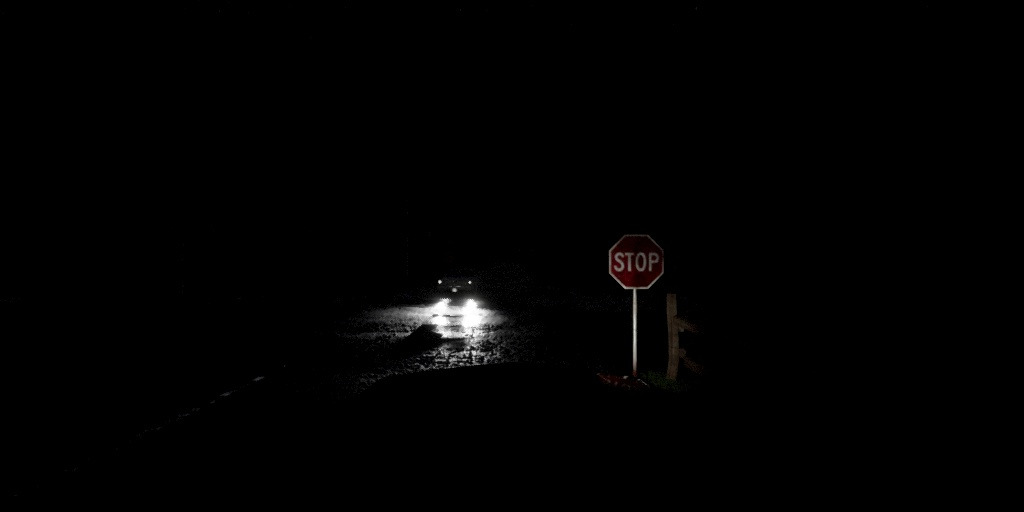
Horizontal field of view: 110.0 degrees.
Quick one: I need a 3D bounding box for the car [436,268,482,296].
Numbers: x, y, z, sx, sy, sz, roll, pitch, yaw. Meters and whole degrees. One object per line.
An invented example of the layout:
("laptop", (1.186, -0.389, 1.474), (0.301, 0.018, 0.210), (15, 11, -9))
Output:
("car", (-2.747, 1.340, 19.363), (1.895, 1.301, 4.718), (1, 0, 0))
